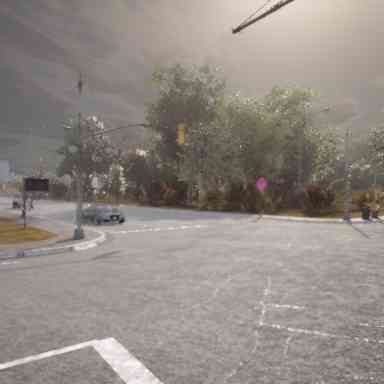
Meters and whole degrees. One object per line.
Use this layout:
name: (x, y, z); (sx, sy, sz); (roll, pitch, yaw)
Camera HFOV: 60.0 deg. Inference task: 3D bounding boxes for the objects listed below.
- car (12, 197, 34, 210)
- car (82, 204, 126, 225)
car: (-22.242, 1.493, 43.740); (1.837, 1.490, 4.892); (0, 0, -39)
car: (-6.497, 1.600, 24.183); (1.994, 1.385, 4.181); (0, 0, -39)
